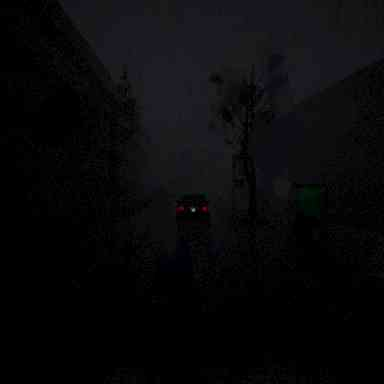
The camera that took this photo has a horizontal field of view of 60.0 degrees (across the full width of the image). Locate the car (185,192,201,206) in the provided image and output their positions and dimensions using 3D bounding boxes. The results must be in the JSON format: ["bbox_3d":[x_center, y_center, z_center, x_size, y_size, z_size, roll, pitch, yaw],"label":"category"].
[{"bbox_3d":[0.095,0.864,42.376,1.882,1.535,5.008,0,2,0],"label":"car"}]

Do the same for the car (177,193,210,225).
[{"bbox_3d":[0.093,1.153,23.432,2.150,2.045,5.566,0,1,0],"label":"car"}]
